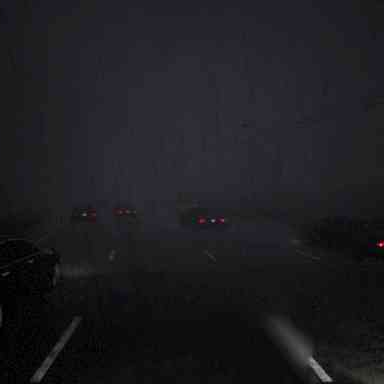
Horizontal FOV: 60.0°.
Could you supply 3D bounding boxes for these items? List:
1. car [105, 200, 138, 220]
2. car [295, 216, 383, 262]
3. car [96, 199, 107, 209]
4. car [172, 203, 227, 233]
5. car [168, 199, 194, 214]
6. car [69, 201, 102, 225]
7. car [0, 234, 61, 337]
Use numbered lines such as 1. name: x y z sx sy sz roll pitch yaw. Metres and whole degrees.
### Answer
1. car: -6.162 1.679 29.622 2.033 1.411 5.357 0 0 -21
2. car: 5.868 1.592 12.352 2.033 1.411 5.357 0 0 -10
3. car: -11.974 1.679 44.233 1.882 1.535 5.008 0 -1 -22
4. car: 0.498 1.633 20.607 2.033 1.411 5.357 0 0 -15
5. car: -1.101 1.502 35.759 2.097 1.767 4.553 0 0 -21
6. car: -8.361 1.666 25.565 2.033 1.411 5.357 0 0 -20
7. car: -3.937 1.538 6.213 1.837 1.490 4.892 0 0 -6
